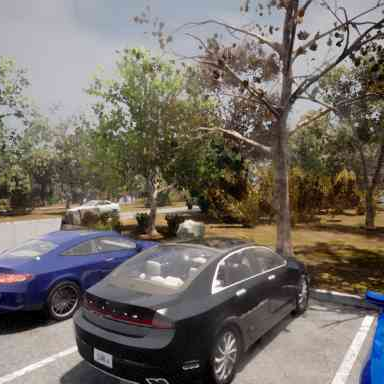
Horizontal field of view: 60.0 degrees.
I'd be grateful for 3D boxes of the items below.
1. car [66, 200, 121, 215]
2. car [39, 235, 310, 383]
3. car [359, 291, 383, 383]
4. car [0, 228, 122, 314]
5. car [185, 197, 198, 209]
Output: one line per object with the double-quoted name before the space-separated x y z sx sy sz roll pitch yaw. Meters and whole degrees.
"car" -7.790 1.401 26.693 1.812 1.442 4.674 -3 -1 34
"car" 0.463 1.483 5.480 2.231 1.521 4.892 0 0 36
"car" 3.134 1.479 3.587 2.097 1.535 5.008 0 0 36
"car" -2.202 1.525 7.385 2.002 1.452 4.674 0 0 36
"car" 1.456 0.874 39.887 2.150 2.045 5.566 -3 -1 35
